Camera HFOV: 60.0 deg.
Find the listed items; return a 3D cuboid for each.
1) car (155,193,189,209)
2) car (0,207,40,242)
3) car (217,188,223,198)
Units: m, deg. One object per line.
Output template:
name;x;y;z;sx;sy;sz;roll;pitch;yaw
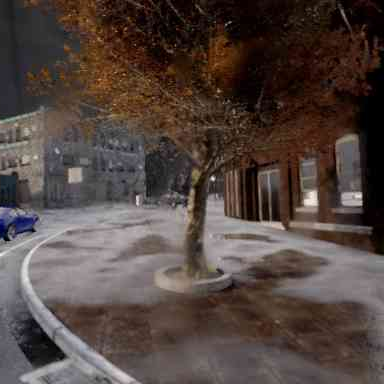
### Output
car;-2.017;0.874;35.627;1.882;1.535;5.008;-3;0;29
car;-9.034;1.449;16.018;1.882;1.535;5.008;-2;1;-5
car;6.403;-0.127;57.869;2.150;2.045;5.566;-3;1;30
